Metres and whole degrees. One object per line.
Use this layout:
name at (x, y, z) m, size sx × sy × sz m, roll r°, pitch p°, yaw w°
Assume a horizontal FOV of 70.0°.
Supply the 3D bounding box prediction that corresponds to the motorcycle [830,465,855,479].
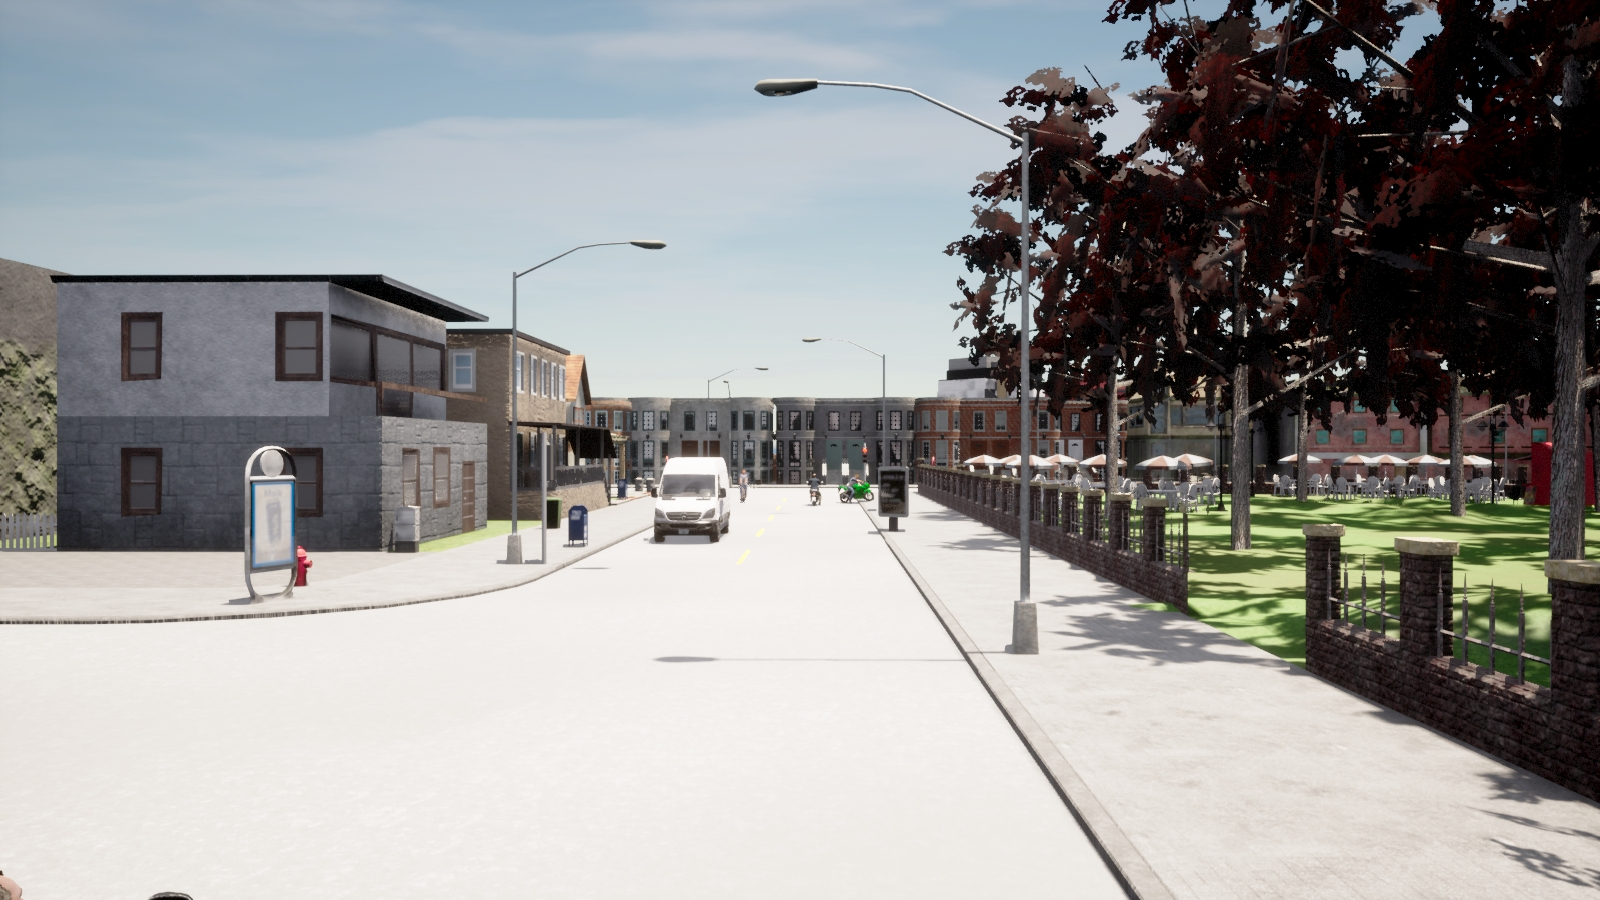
motorcycle at (3.779, 1.939, 101.151) m, size 2.033 × 1.145 × 0.803 m, roll -5°, pitch -2°, yaw 27°

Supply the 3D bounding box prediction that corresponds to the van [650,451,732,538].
van at (-3.393, 1.314, 36.728) m, size 1.988 × 2.561 × 5.915 m, roll 0°, pitch 0°, yaw 1°

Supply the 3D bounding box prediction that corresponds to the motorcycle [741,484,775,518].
motorcycle at (-1.677, 1.985, 45.065) m, size 0.867 × 1.251 × 2.209 m, roll 0°, pitch 0°, yaw -15°
